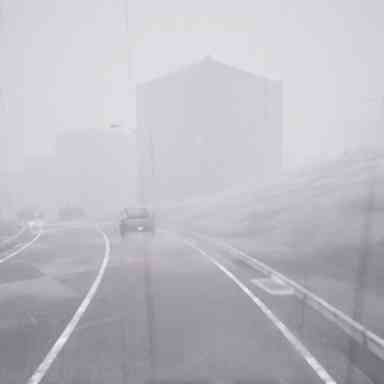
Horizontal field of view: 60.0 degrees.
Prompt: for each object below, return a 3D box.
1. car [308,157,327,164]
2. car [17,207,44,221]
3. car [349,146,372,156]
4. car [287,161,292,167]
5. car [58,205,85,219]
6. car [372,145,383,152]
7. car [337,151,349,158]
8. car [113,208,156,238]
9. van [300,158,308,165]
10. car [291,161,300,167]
[{"bbox_3d":[23.226,-5.439,59.883,2.231,1.521,4.892,0,1,1],"label":"car"},{"bbox_3d":[-18.300,2.417,37.613,2.128,1.511,4.902,-2,-1,-42],"label":"car"},{"bbox_3d":[22.969,-5.182,43.349,2.185,1.767,4.553,0,1,1],"label":"car"},{"bbox_3d":[23.482,-6.030,76.401,2.435,2.045,5.566,0,1,1],"label":"car"},{"bbox_3d":[-13.860,2.220,38.035,2.128,1.511,4.902,-2,-1,-38],"label":"car"},{"bbox_3d":[22.882,-4.877,37.680,2.002,1.452,4.674,0,1,1],"label":"car"},{"bbox_3d":[23.055,-5.314,48.868,2.185,1.767,4.553,0,1,1],"label":"car"},{"bbox_3d":[-3.309,1.634,18.808,2.128,1.511,4.902,-1,-1,-18],"label":"car"},{"bbox_3d":[23.309,-5.782,65.274,1.878,1.987,4.442,0,1,1],"label":"van"},{"bbox_3d":[23.398,-5.632,70.921,2.002,1.452,4.674,0,1,1],"label":"car"}]
